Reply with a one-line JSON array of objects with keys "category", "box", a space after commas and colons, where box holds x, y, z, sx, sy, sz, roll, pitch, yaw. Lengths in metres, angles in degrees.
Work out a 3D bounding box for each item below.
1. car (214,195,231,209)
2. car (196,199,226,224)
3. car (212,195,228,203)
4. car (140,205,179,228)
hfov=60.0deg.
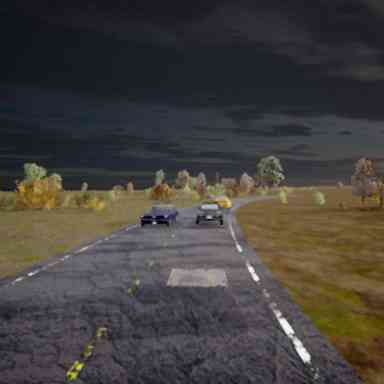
[{"category": "car", "box": [3.839, 1.331, 41.772, 1.882, 1.535, 5.008, 0, 0, 10]}, {"category": "car", "box": [1.340, 1.447, 23.726, 1.812, 1.442, 4.674, 0, 0, 6]}, {"category": "car", "box": [5.316, 1.306, 62.931, 2.033, 1.411, 5.357, 0, 0, 15]}, {"category": "car", "box": [-2.053, 1.526, 21.934, 1.895, 1.301, 4.718, 0, 0, 5]}]
